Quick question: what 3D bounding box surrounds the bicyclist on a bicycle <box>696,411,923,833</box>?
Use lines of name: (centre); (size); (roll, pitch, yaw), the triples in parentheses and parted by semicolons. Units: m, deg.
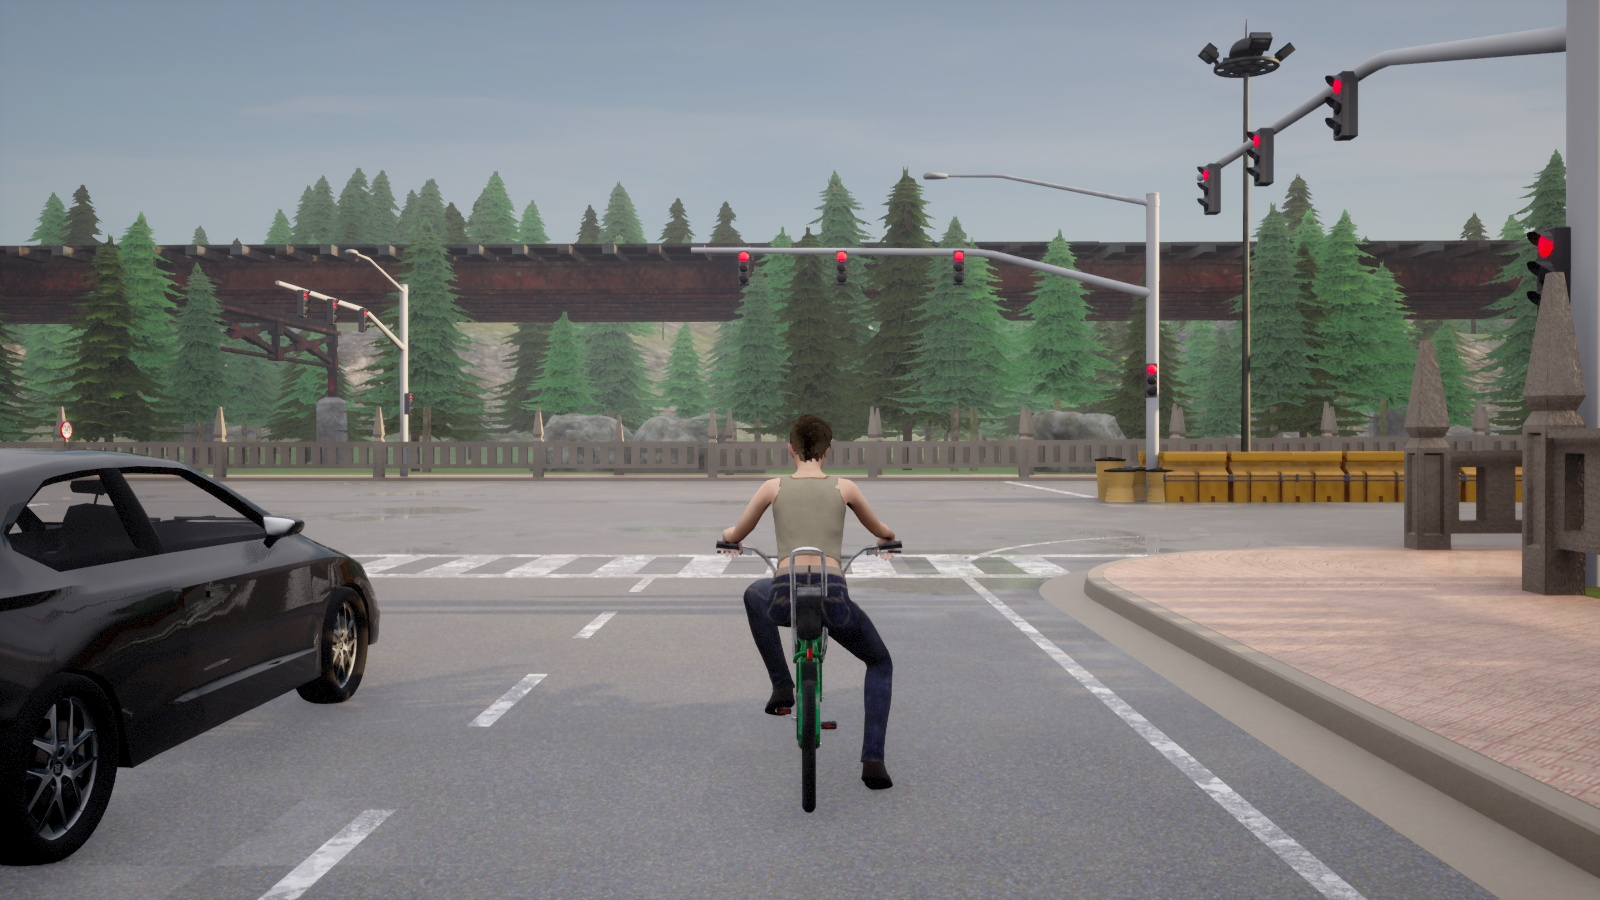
bicyclist on a bicycle: (0.040, 0.652, 5.554); (0.866, 1.612, 1.509); (0, 0, 0)

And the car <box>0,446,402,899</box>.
car: (-3.453, 0.724, 5.914); (1.816, 1.474, 4.193); (0, 0, 0)
